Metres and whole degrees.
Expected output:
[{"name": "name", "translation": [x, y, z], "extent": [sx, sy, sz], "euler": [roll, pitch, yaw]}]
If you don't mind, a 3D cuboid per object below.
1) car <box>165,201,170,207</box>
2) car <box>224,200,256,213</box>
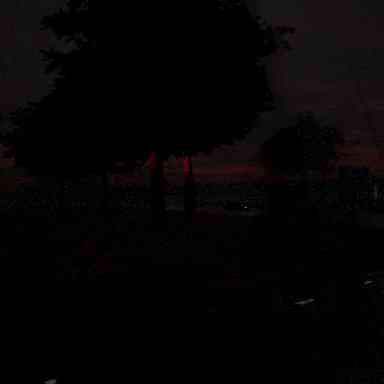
[{"name": "car", "translation": [-5.839, 2.137, 61.957], "extent": [2.128, 1.511, 4.902], "euler": [-3, 0, -28]}, {"name": "car", "translation": [5.905, 1.792, 41.484], "extent": [1.837, 1.490, 4.892], "euler": [-3, 1, -31]}]
